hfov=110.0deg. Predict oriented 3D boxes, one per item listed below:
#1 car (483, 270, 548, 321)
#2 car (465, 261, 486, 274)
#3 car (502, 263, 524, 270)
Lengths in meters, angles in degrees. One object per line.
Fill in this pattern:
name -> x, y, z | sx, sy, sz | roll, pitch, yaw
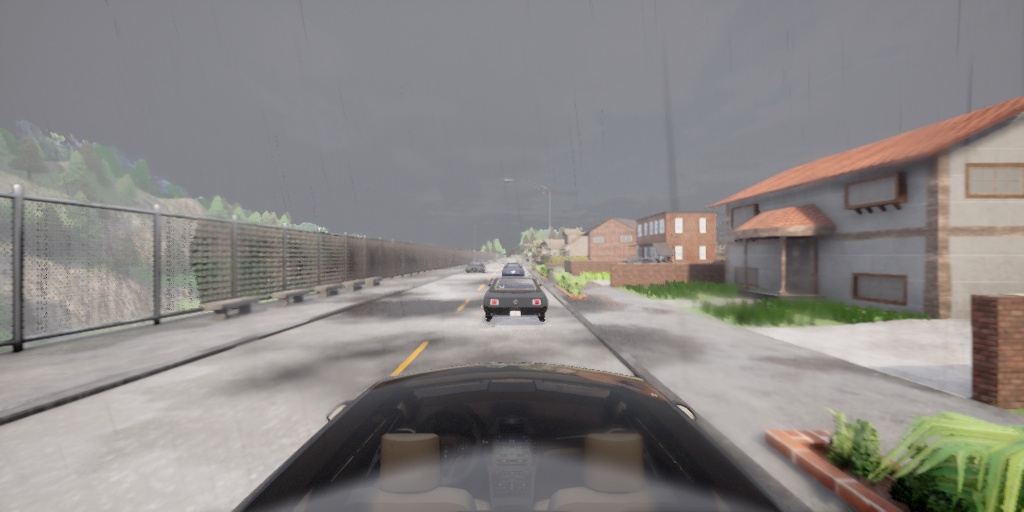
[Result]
car -> 0.100, 1.349, 12.438 | 1.895, 1.301, 4.718 | 0, 0, 0
car -> -4.074, 1.307, 40.813 | 1.994, 1.385, 4.181 | 0, 0, 0
car -> 0.100, 1.309, 32.311 | 1.994, 1.385, 4.181 | 0, 0, 0
